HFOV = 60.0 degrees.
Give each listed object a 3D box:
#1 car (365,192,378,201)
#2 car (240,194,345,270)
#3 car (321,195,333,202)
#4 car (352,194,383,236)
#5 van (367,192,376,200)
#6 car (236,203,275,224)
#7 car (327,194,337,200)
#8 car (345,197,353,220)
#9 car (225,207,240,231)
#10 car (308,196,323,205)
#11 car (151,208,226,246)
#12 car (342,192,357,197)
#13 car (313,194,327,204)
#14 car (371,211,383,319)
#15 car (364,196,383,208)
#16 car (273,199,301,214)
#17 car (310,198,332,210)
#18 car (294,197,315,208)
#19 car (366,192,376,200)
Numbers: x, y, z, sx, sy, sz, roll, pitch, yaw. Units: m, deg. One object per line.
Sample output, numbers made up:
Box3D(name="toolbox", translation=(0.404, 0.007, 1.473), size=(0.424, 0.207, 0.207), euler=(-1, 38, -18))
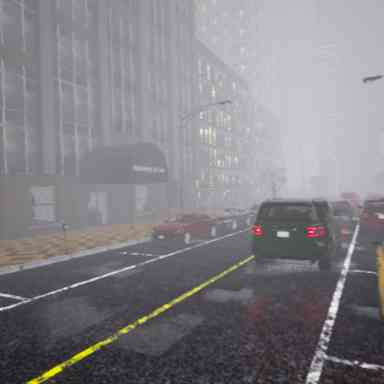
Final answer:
Box3D(name="car", translation=(36.417, 0.884, 67.484), size=(2.192, 1.841, 5.009), euler=(-2, -1, 28))
Box3D(name="car", translation=(3.696, 1.209, 11.274), size=(2.150, 2.045, 5.566), euler=(-2, 0, 28))
Box3D(name="car", translation=(28.943, 1.303, 71.256), size=(1.752, 1.417, 4.829), euler=(-2, -1, 28))
Box3D(name="car", translation=(9.796, 1.194, 17.268), size=(2.192, 1.841, 5.009), euler=(-2, -1, 28))
Box3D(name="van", translation=(39.080, 0.878, 72.505), size=(1.690, 1.788, 3.998), euler=(-2, -1, 28))
Box3D(name="car", translation=(5.065, 1.638, 26.211), size=(1.802, 1.307, 4.206), euler=(-2, -1, 28))
Box3D(name="car", translation=(34.347, 1.279, 81.449), size=(1.947, 1.339, 4.313), euler=(-2, -1, 28))
Box3D(name="car", translation=(12.166, 1.394, 27.235), size=(1.837, 1.490, 4.892), euler=(-2, 0, 28))
Box3D(name="car", translation=(2.401, 1.638, 21.190), size=(2.008, 1.369, 4.403), euler=(-2, -1, 28))
Box3D(name="car", translation=(21.037, 1.452, 56.341), size=(1.802, 1.307, 4.206), euler=(-2, -1, 28))
Box3D(name="car", translation=(-0.260, 1.662, 16.169), size=(1.887, 1.381, 4.507), euler=(-2, -1, 28))
Box3D(name="car", translation=(20.110, 1.020, 42.472), size=(2.150, 2.045, 5.566), euler=(-2, 0, 28))
Box3D(name="car", translation=(23.695, 1.279, 61.364), size=(1.967, 1.590, 4.097), euler=(-2, -1, 28))
Box3D(name="car", translation=(4.672, 1.389, 6.594), size=(1.801, 1.575, 5.366), euler=(-2, 0, 28))
Box3D(name="car", translation=(23.114, 1.275, 42.372), size=(2.008, 1.369, 4.403), euler=(-2, -1, 28))
Box3D(name="car", translation=(10.388, 1.545, 36.255), size=(2.008, 1.369, 4.403), euler=(-2, -1, 28))
Box3D(name="car", translation=(16.107, 1.454, 41.333), size=(1.994, 1.385, 4.181), euler=(-2, -1, 28))
Box3D(name="car", translation=(15.712, 1.483, 46.298), size=(2.008, 1.369, 4.403), euler=(-2, -1, 28))
Box3D(name="car", translation=(41.745, 0.945, 77.525), size=(1.967, 1.590, 4.097), euler=(-2, -1, 28))
